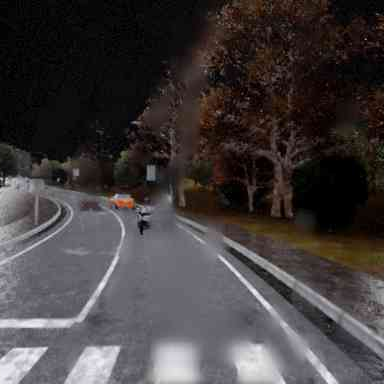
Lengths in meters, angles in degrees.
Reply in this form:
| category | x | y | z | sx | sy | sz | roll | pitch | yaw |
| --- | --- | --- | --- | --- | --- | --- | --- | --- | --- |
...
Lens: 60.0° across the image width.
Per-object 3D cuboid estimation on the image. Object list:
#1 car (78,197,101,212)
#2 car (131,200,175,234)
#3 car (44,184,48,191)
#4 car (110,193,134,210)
| category | x | y | z | sx | sy | sz | roll | pitch | yaw |
| --- | --- | --- | --- | --- | --- | --- | --- | --- | --- |
| car | -9.862 | 1.176 | 31.950 | 1.895 | 1.301 | 4.718 | 1 | 1 | -21 |
| car | -2.152 | 1.414 | 18.839 | 2.128 | 1.511 | 4.902 | 0 | 1 | -12 |
| car | -30.321 | -1.117 | 66.819 | 1.837 | 1.490 | 4.892 | 2 | 2 | -35 |
| car | -7.630 | 0.887 | 36.141 | 2.097 | 1.767 | 4.553 | 1 | 1 | -22 |
